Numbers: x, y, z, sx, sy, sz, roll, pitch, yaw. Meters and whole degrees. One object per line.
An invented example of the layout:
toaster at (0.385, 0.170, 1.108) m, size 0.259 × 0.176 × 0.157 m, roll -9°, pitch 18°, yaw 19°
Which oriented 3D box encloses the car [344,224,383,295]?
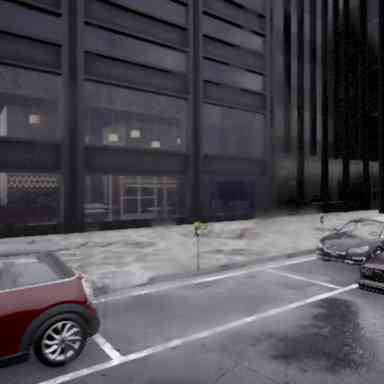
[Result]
car at (5.981, 1.509, 7.648) m, size 5.357 × 1.411 × 2.033 m, roll 0°, pitch 0°, yaw -36°

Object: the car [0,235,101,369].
car at (-3.378, 1.441, 4.122) m, size 4.097 × 1.590 × 1.967 m, roll 0°, pitch 0°, yaw -36°

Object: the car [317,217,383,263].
car at (5.800, 1.505, 10.677) m, size 4.403 × 1.369 × 2.008 m, roll 0°, pitch 0°, yaw -36°
